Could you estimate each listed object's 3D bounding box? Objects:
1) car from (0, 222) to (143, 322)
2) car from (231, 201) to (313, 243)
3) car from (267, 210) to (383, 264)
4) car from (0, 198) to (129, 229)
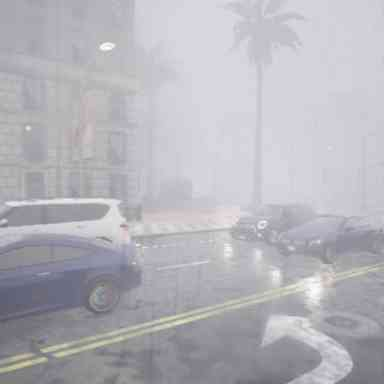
[{"bbox_3d":[-3.159,1.517,6.031,4.674,1.442,1.812,0,0,-35],"label":"car"},{"bbox_3d":[3.967,1.329,15.368,4.553,1.767,2.097,0,0,-35],"label":"car"},{"bbox_3d":[5.039,1.508,11.837,4.674,1.442,1.812,0,0,-35],"label":"car"},{"bbox_3d":[-4.494,1.209,9.382,5.566,2.045,2.150,0,0,-35],"label":"car"}]
